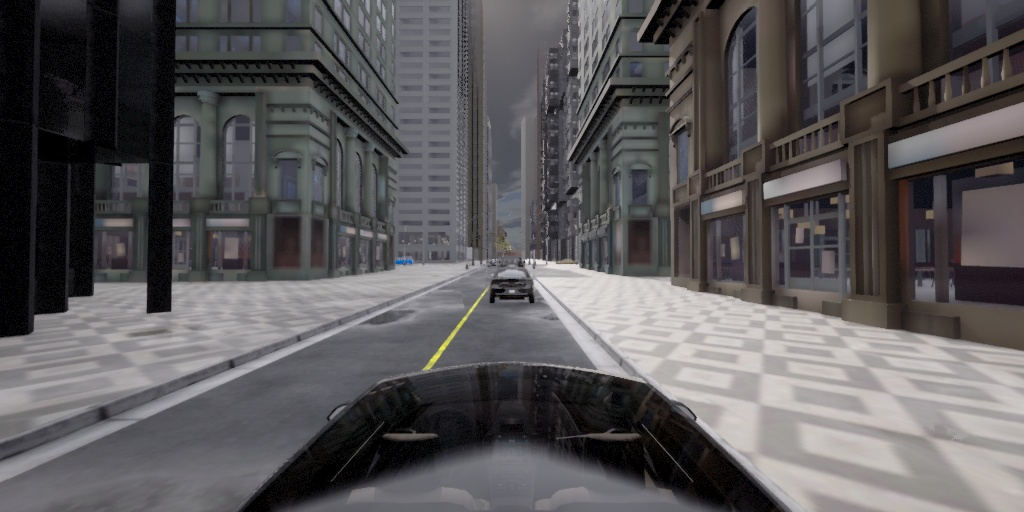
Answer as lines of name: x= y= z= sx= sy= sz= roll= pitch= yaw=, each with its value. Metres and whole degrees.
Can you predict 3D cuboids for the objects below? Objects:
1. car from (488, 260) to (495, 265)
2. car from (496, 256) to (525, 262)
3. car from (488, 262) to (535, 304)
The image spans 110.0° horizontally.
car: x=-3.000 y=1.311 z=60.508 sx=1.994 sy=1.385 sz=4.181 roll=0 pitch=0 yaw=0
car: x=-0.001 y=0.998 z=31.534 sx=2.150 sy=2.045 sz=5.566 roll=0 pitch=0 yaw=0
car: x=0.000 y=1.234 z=16.501 sx=1.882 sy=1.535 sz=5.008 roll=0 pitch=0 yaw=0
